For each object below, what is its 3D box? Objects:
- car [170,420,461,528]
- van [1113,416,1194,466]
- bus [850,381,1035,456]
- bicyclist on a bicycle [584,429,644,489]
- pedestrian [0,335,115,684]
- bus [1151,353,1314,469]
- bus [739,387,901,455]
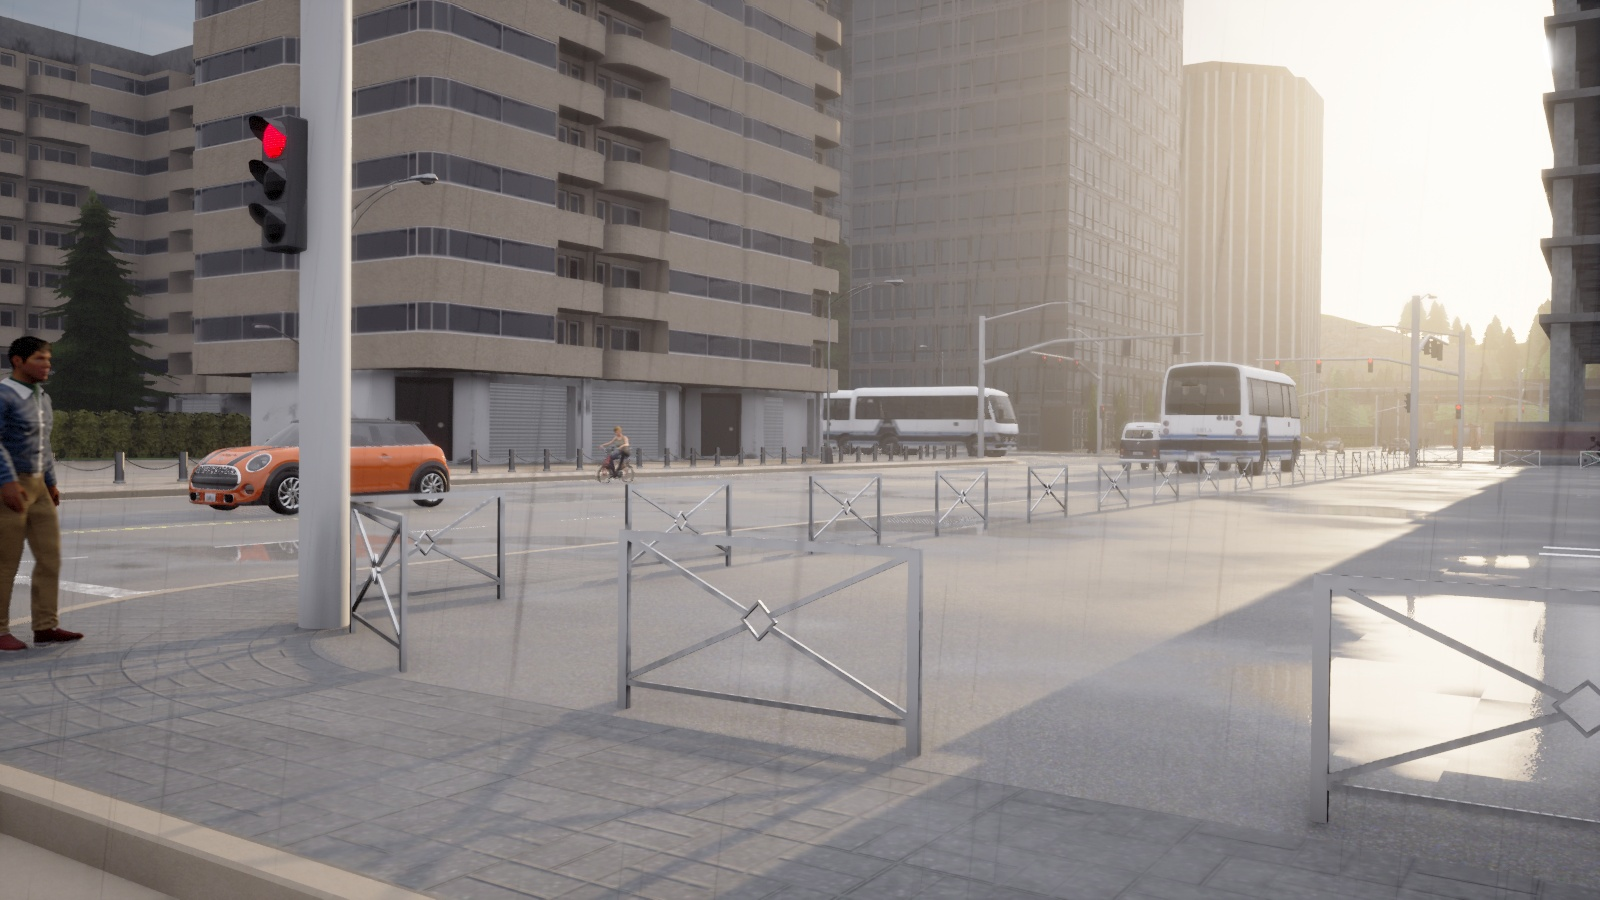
[{"bbox_3d":[-8.683,0.356,22.910,2.097,1.767,4.553,0,1,33],"label":"car"},{"bbox_3d":[15.001,-0.407,53.198,2.069,2.038,4.480,0,1,33],"label":"van"},{"bbox_3d":[8.437,-1.800,74.935,10.273,4.253,3.944,0,1,32],"label":"bus"},{"bbox_3d":[-5.152,0.239,34.841,0.866,1.612,1.509,0,1,33],"label":"bicyclist on a bicycle"},{"bbox_3d":[-4.489,0.331,7.281,0.788,1.949,0.423,0,1,10],"label":"pedestrian"},{"bbox_3d":[17.821,-1.504,51.114,3.944,4.253,10.273,0,1,33],"label":"bus"},{"bbox_3d":[1.260,-1.855,83.710,10.273,4.253,3.944,0,1,33],"label":"bus"}]
